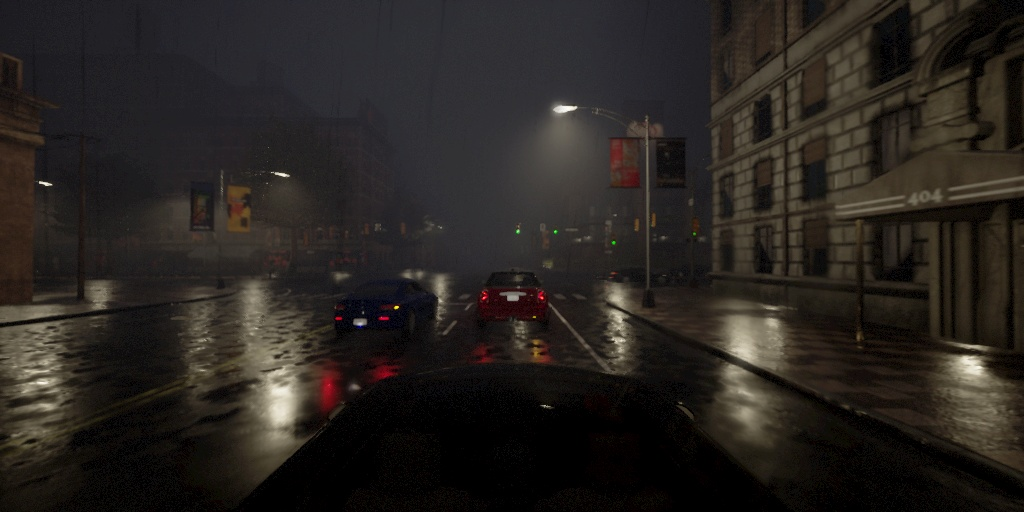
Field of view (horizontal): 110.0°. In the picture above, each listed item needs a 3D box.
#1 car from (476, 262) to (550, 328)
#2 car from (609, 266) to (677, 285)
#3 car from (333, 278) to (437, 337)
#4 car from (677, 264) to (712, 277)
[{"bbox_3d":[0.023,1.210,12.036,2.097,1.767,4.553,0,-1,0],"label":"car"},{"bbox_3d":[10.465,1.614,29.470,4.892,1.490,1.837,1,-1,0],"label":"car"},{"bbox_3d":[-3.474,1.369,10.495,1.812,1.442,4.674,0,-1,0],"label":"car"},{"bbox_3d":[20.361,1.668,41.067,4.892,1.490,1.837,0,-1,0],"label":"car"}]
